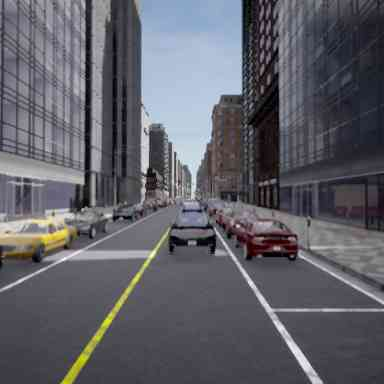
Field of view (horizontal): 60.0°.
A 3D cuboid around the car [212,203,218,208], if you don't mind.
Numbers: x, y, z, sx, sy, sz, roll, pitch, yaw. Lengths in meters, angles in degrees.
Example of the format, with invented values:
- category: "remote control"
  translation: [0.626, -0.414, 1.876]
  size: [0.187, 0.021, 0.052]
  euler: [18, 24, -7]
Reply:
- category: "car"
  translation: [2.690, 1.772, 23.990]
  size: [1.887, 1.381, 4.507]
  euler: [1, -1, 0]

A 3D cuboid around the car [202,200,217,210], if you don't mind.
- category: "car"
  translation: [2.706, 2.050, 52.109]
  size: [2.008, 1.369, 4.403]
  euler: [1, -1, 0]

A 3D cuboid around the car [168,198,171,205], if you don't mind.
- category: "car"
  translation: [-5.810, 1.925, 63.373]
  size: [2.192, 1.841, 5.009]
  euler: [1, -1, 0]

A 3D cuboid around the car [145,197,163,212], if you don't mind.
- category: "car"
  translation: [-5.820, 1.759, 46.500]
  size: [2.192, 1.841, 5.009]
  euler: [1, -1, 0]

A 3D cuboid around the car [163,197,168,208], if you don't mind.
- category: "car"
  translation: [-5.816, 2.099, 57.746]
  size: [1.887, 1.381, 4.507]
  euler: [1, -1, 0]

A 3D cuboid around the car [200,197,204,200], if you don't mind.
- category: "car"
  translation: [2.705, 1.759, 46.487]
  size: [2.192, 1.841, 5.009]
  euler: [1, -1, 0]

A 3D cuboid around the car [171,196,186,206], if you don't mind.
- category: "car"
  translation: [-2.958, 2.214, 71.787]
  size: [2.128, 1.511, 4.902]
  euler: [0, -1, 0]

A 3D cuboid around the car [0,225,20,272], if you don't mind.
- category: "car"
  translation: [-5.846, 1.634, 7.128]
  size: [1.947, 1.339, 4.313]
  euler: [1, -1, 0]

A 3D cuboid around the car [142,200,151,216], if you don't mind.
- category: "car"
  translation: [-5.829, 1.880, 35.250]
  size: [1.887, 1.381, 4.507]
  euler: [1, -1, 0]

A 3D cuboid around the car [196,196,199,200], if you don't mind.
- category: "car"
  translation: [2.722, 2.037, 74.608]
  size: [2.192, 1.841, 5.009]
  euler: [1, -1, 0]

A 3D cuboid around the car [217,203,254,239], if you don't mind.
- category: "car"
  translation: [2.688, 1.614, 18.366]
  size: [1.967, 1.590, 4.097]
  euler: [1, -1, 0]

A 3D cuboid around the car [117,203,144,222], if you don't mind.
- category: "car"
  translation: [-5.832, 1.847, 29.625]
  size: [1.947, 1.339, 4.313]
  euler: [1, -1, 0]

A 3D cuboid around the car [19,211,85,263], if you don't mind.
- category: "car"
  translation: [-5.842, 1.645, 12.583]
  size: [1.752, 1.417, 4.829]
  euler: [1, -1, 0]

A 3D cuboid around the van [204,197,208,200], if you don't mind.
- category: "van"
  translation: [2.702, 1.730, 40.863]
  size: [1.690, 1.788, 3.998]
  euler: [1, -1, 0]

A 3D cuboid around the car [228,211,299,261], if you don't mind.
- category: "car"
  translation: [2.684, 1.666, 12.741]
  size: [1.887, 1.381, 4.507]
  euler: [1, -1, 0]

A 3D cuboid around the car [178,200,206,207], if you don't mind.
- category: "car"
  translation: [0.025, 1.757, 29.479]
  size: [1.882, 1.535, 5.008]
  euler: [0, 0, 0]

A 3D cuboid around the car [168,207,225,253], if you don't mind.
- category: "car"
  translation: [0.014, 1.628, 14.304]
  size: [2.128, 1.511, 4.902]
  euler: [0, 0, 0]

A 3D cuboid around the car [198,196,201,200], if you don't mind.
- category: "car"
  translation: [2.714, 2.050, 63.358]
  size: [1.967, 1.590, 4.097]
  euler: [1, -1, 0]

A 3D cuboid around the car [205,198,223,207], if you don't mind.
- category: "car"
  translation: [2.698, 1.775, 35.238]
  size: [1.967, 1.590, 4.097]
  euler: [1, -1, 0]

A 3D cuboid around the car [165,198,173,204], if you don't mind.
- category: "car"
  translation: [-5.800, 2.358, 85.698]
  size: [1.752, 1.417, 4.829]
  euler: [1, -1, 0]

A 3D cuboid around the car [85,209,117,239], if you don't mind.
- category: "car"
  translation: [-5.839, 1.725, 18.377]
  size: [2.008, 1.369, 4.403]
  euler: [1, -1, 0]

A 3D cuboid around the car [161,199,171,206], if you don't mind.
- category: "car"
  translation: [-5.806, 2.246, 74.450]
  size: [1.752, 1.417, 4.829]
  euler: [1, -1, 0]

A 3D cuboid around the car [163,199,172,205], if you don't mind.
- category: "car"
  translation: [-5.803, 2.323, 80.244]
  size: [1.887, 1.381, 4.507]
  euler: [1, -1, 0]
